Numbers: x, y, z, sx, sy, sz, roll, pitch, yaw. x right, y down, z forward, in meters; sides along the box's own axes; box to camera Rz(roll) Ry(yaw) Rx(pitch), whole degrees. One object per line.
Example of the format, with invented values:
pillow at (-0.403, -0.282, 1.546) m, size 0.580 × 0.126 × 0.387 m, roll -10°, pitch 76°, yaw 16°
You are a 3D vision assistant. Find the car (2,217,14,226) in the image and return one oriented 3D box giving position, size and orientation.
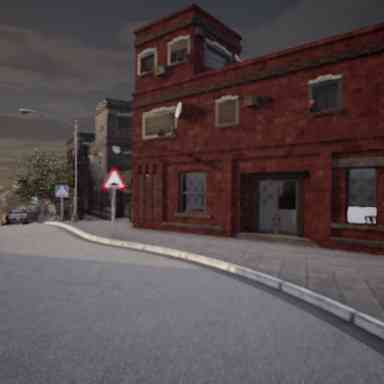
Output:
car at (-33.195, 5.398, 59.942) m, size 1.812 × 1.442 × 4.674 m, roll 1°, pitch -5°, yaw -30°

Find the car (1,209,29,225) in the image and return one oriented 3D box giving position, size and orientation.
car at (-16.876, 2.435, 32.075) m, size 2.128 × 1.511 × 4.902 m, roll 1°, pitch -6°, yaw -30°
